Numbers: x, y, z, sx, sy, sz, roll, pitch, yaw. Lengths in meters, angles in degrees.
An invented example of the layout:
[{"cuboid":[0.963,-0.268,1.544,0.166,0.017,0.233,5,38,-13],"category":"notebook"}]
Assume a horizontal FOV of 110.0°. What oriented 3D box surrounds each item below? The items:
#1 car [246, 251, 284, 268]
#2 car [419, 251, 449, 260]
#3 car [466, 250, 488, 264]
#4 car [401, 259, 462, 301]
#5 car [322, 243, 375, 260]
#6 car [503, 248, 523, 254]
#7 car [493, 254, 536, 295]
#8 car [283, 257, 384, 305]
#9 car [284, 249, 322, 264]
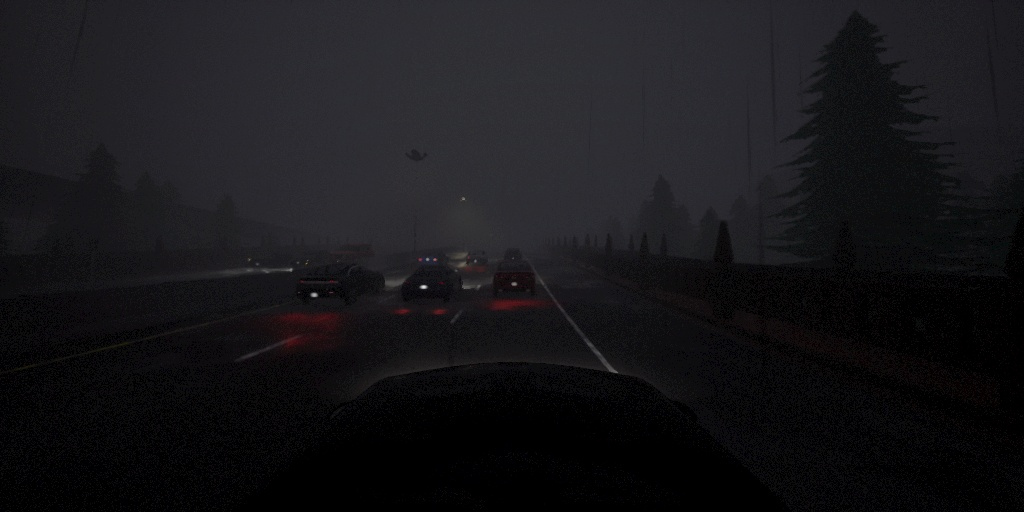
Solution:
[{"cuboid":[-21.099,0.273,31.949,1.895,1.301,4.718,0,3,0],"category":"car"},{"cuboid":[-6.902,0.224,31.870,2.033,1.411,5.357,0,3,0],"category":"car"},{"cuboid":[-3.402,0.075,35.701,1.895,1.301,4.718,0,3,0],"category":"car"},{"cuboid":[-3.401,1.077,15.820,1.994,1.385,4.181,0,3,0],"category":"car"},{"cuboid":[-14.100,-0.099,31.789,2.150,2.045,5.566,0,3,0],"category":"car"},{"cuboid":[0.097,-0.126,37.680,1.837,1.490,4.892,0,3,0],"category":"car"},{"cuboid":[0.099,0.906,17.609,1.882,1.535,5.008,0,3,0],"category":"car"},{"cuboid":[-6.901,1.042,14.928,2.128,1.511,4.902,0,2,0],"category":"car"},{"cuboid":[-17.598,0.180,31.870,1.837,1.490,4.892,0,3,0],"category":"car"}]
